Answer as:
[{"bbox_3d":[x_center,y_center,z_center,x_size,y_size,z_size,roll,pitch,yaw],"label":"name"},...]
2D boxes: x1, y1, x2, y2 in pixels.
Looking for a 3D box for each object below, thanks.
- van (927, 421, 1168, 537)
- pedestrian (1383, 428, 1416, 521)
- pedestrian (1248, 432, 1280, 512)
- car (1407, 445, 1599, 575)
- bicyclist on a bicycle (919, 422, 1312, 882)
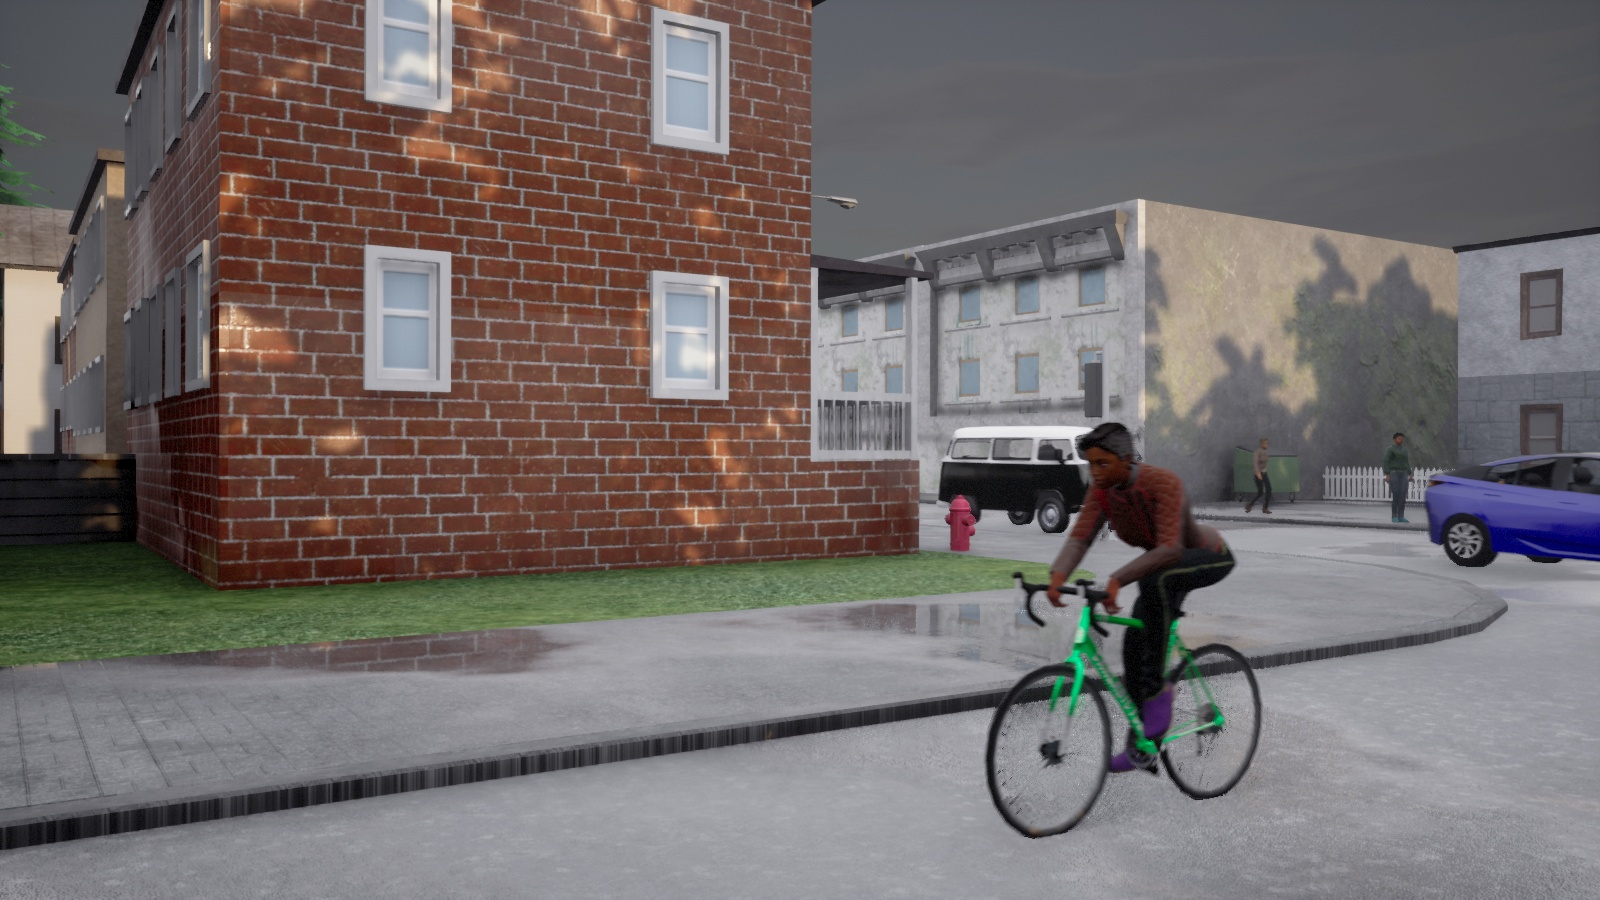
[{"bbox_3d":[4.700,0.518,24.501,2.069,2.038,4.480,0,0,-33],"label":"van"},{"bbox_3d":[12.145,0.491,25.450,0.353,1.847,0.614,0,0,-3],"label":"pedestrian"},{"bbox_3d":[10.751,0.503,29.109,0.331,1.846,0.634,0,0,-26],"label":"pedestrian"},{"bbox_3d":[10.149,0.708,15.512,2.007,1.525,4.514,0,0,-25],"label":"car"},{"bbox_3d":[1.320,0.707,5.124,1.656,1.620,0.582,0,0,-34],"label":"bicyclist on a bicycle"}]
